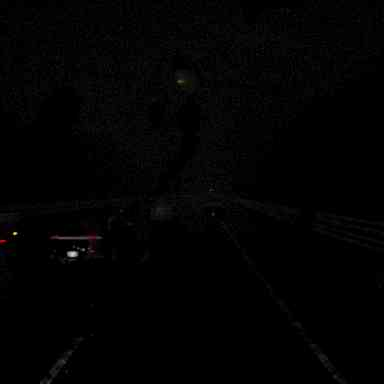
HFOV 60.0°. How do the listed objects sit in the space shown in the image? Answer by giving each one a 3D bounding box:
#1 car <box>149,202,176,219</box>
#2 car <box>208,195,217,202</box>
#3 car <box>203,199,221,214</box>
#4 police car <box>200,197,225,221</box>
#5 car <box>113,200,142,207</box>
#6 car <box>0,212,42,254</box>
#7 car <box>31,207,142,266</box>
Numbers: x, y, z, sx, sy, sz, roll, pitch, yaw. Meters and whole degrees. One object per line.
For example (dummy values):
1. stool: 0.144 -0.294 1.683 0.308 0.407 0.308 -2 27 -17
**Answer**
1. car: -2.601 1.591 30.006 1.994 1.385 4.181 0 0 3
2. car: 4.830 1.439 77.398 1.812 1.442 4.674 0 0 8
3. car: 2.224 1.564 37.144 1.812 1.442 4.674 0 0 4
4. police car: 1.703 1.452 27.422 1.930 1.638 5.238 0 0 3
5. car: -6.027 1.504 31.588 1.882 1.535 5.008 0 0 3
6. car: -6.711 1.531 13.341 1.812 1.442 4.674 0 0 1
7. car: -3.248 1.497 11.595 2.128 1.511 4.902 0 0 1
